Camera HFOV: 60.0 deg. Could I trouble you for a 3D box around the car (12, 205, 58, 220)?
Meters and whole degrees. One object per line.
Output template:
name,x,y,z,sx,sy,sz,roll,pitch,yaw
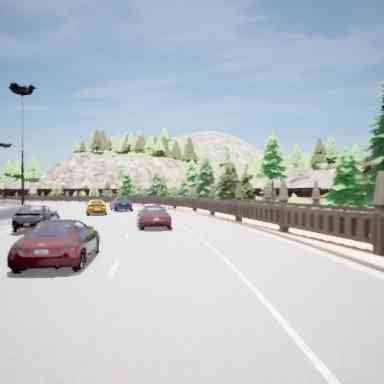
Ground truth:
car,-9.364,1.536,20.200,2.128,1.511,4.902,0,0,-12

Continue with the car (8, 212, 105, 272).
car,-4.270,1.579,10.921,1.994,1.385,4.181,0,0,-7

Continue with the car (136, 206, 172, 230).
car,-2.519,1.573,21.545,1.994,1.385,4.181,0,0,-12

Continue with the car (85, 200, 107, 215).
car,-10.152,1.545,35.078,1.882,1.535,5.008,0,0,-20

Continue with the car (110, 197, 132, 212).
car,-8.816,1.418,41.046,2.097,1.767,4.553,0,0,-23
